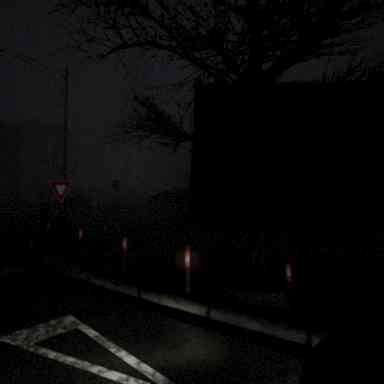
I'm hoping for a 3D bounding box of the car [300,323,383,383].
[{"bbox_3d":[3.087,1.476,1.609,5.008,1.535,1.882,0,0,35],"label":"car"}]

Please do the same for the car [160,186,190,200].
[{"bbox_3d":[-2.444,0.372,55.738,4.553,1.767,2.185,2,2,16],"label":"car"}]

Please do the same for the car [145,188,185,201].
[{"bbox_3d":[-4.035,0.617,50.544,4.792,1.488,2.163,2,1,16],"label":"car"}]

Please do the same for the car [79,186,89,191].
[{"bbox_3d":[-22.056,-0.120,60.597,5.008,1.535,2.097,2,2,16],"label":"car"}]

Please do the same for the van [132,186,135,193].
[{"bbox_3d":[-16.515,-0.749,79.080,4.442,1.987,1.878,2,2,16],"label":"van"}]

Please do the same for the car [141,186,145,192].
[{"bbox_3d":[-15.112,-0.773,84.416,4.553,1.767,2.185,2,2,16],"label":"car"}]

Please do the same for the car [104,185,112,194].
[{"bbox_3d":[-19.734,-0.284,68.538,4.892,1.521,2.231,2,2,16],"label":"car"}]

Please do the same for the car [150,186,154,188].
[{"bbox_3d":[-13.504,-0.886,89.690,4.553,1.767,2.185,2,2,16],"label":"car"}]

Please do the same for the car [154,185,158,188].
[{"bbox_3d":[-12.758,-0.816,92.346,4.892,1.521,2.231,2,2,16],"label":"car"}]

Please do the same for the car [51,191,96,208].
[{"bbox_3d":[-12.188,0.885,34.605,1.895,1.301,4.718,2,1,7],"label":"car"}]

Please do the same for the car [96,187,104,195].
[{"bbox_3d":[-20.470,-0.352,65.874,4.553,1.767,2.185,2,2,16],"label":"car"}]

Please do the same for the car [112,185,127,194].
[{"bbox_3d":[-18.202,-0.658,73.828,5.566,2.045,2.435,2,2,16],"label":"car"}]

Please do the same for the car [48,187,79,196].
[{"bbox_3d":[-22.793,-0.195,57.932,4.553,1.767,2.185,2,2,16],"label":"car"}]

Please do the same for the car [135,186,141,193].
[{"bbox_3d":[-15.864,-0.587,81.767,5.008,1.535,2.097,2,2,16],"label":"car"}]

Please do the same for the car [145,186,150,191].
[{"bbox_3d":[-14.338,-0.831,87.061,4.553,1.767,2.185,2,2,16],"label":"car"}]

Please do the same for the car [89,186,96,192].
[{"bbox_3d":[-21.276,-0.134,63.240,4.674,1.452,2.002,2,2,16],"label":"car"}]

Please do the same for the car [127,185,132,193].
[{"bbox_3d":[-17.229,-0.464,76.421,5.366,1.575,1.946,2,2,16],"label":"car"}]

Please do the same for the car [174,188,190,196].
[{"bbox_3d":[-2.151,-0.023,73.584,1.882,1.535,5.008,2,2,16],"label":"car"}]
